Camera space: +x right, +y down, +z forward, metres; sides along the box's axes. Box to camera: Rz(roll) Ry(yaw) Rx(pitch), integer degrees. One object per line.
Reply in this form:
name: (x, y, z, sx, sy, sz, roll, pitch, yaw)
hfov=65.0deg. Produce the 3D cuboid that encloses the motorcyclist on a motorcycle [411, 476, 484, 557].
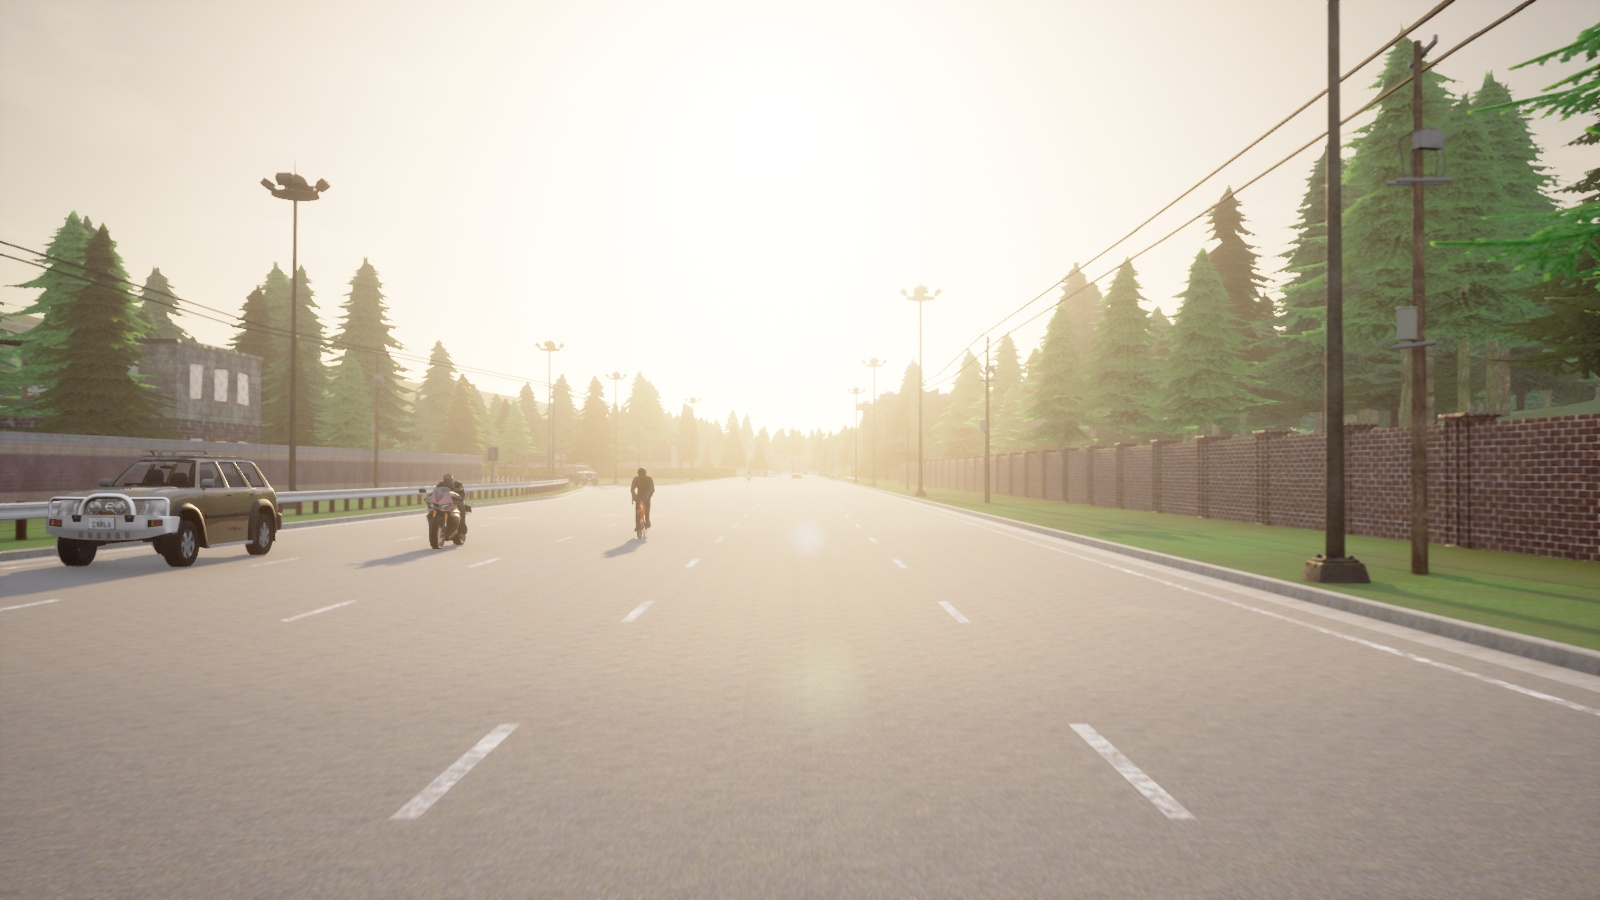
motorcyclist on a motorcycle: (-7.061, 1.301, 25.271, 0.866, 1.530, 2.191, 0, -1, 0)

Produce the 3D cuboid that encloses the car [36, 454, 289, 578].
car: (-10.552, 1.029, 21.240, 1.932, 1.855, 4.605, 0, -1, 0)

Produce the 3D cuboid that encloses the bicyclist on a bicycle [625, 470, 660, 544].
bicyclist on a bicycle: (-3.555, 1.257, 28.409, 0.582, 1.620, 1.656, 0, -1, 0)
